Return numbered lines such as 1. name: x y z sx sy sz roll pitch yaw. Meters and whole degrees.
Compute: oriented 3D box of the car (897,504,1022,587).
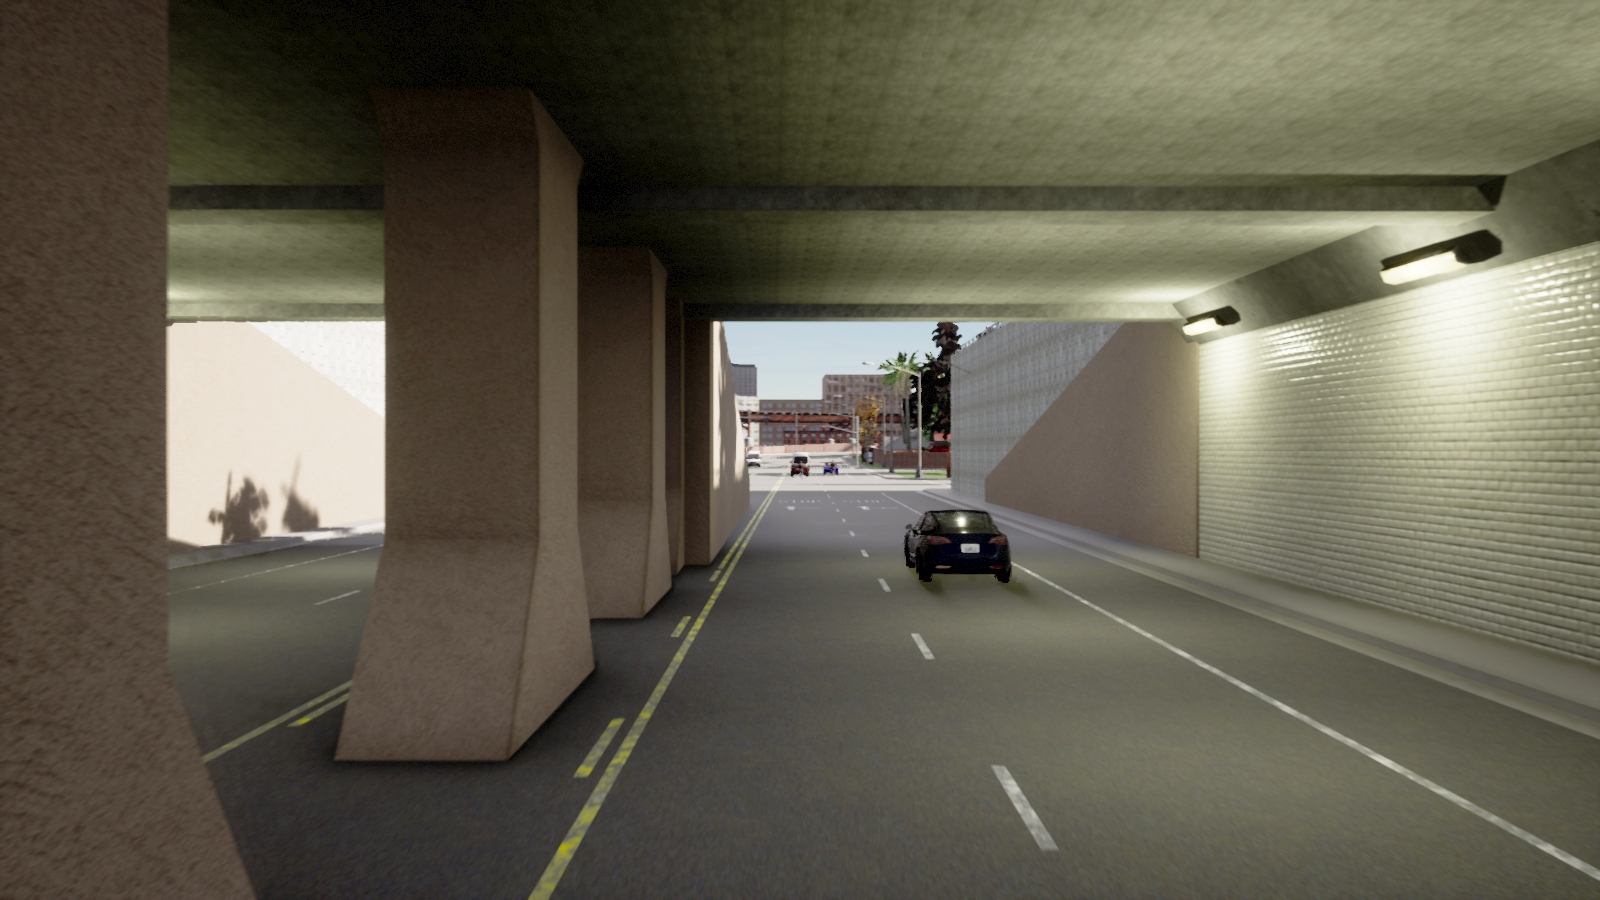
1. car: 3.463 2.063 25.750 2.163 1.488 4.792 0 0 0
